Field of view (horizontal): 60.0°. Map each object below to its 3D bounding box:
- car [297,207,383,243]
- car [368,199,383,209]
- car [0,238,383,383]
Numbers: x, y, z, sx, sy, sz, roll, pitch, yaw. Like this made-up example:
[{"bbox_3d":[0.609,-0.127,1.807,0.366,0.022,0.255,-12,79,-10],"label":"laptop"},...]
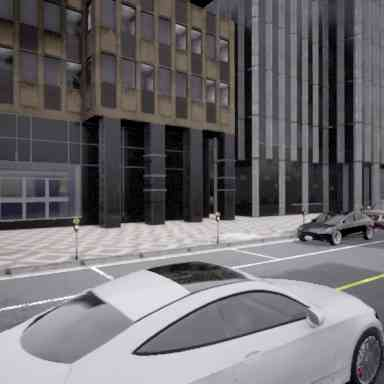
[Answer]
[{"bbox_3d":[6.687,1.565,15.285,4.313,1.339,1.947,0,0,-35],"label":"car"},{"bbox_3d":[11.275,1.314,18.559,5.009,1.841,2.192,0,0,-35],"label":"car"},{"bbox_3d":[0.218,1.525,3.589,4.674,1.442,1.812,0,0,-35],"label":"car"}]
